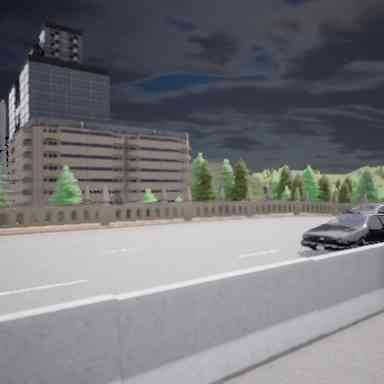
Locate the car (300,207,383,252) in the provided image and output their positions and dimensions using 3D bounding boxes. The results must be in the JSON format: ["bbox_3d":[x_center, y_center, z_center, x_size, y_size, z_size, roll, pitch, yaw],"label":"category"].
[{"bbox_3d":[6.577,1.518,12.984,5.357,1.411,2.033,0,0,-35],"label":"car"}]

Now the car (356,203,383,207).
[{"bbox_3d":[10.955,1.459,20.402,4.902,1.511,2.128,1,0,-35],"label":"car"}]
